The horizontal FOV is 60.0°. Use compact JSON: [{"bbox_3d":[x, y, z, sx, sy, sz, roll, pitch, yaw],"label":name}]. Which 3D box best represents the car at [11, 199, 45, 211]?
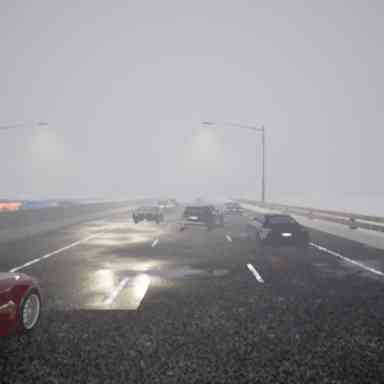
[{"bbox_3d":[-17.182,1.645,36.405,1.882,1.535,5.008,0,0,1],"label":"car"}]

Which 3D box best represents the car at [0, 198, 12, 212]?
[{"bbox_3d":[-20.680,1.519,36.447,2.097,1.767,4.553,0,0,1],"label":"car"}]

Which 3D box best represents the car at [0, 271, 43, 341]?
[{"bbox_3d":[-3.494,1.542,3.835,1.812,1.442,4.674,0,0,0],"label":"car"}]

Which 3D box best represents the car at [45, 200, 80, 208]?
[{"bbox_3d":[-13.684,1.646,36.293,1.882,1.535,5.008,0,0,1],"label":"car"}]

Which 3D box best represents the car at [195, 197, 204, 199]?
[{"bbox_3d":[1.381,1.869,65.762,1.812,1.442,4.674,0,-1,2],"label":"car"}]

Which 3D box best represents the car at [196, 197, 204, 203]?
[{"bbox_3d":[1.876,1.893,79.940,1.837,1.490,4.892,0,0,2],"label":"car"}]

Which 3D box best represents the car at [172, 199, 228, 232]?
[{"bbox_3d":[0.661,1.524,20.837,2.033,1.649,4.856,2,0,16],"label":"car"}]

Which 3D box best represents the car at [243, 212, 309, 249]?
[{"bbox_3d":[3.685,1.629,14.863,1.994,1.385,4.181,0,0,1],"label":"car"}]

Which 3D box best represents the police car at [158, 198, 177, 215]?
[{"bbox_3d":[-3.083,1.680,36.737,2.038,1.542,4.974,0,0,1],"label":"police car"}]

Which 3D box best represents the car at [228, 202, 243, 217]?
[{"bbox_3d":[3.947,1.704,33.002,2.033,1.411,5.357,0,0,1],"label":"car"}]

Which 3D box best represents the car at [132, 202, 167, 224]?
[{"bbox_3d":[-3.289,1.717,25.800,1.895,1.301,4.718,0,0,1],"label":"car"}]
